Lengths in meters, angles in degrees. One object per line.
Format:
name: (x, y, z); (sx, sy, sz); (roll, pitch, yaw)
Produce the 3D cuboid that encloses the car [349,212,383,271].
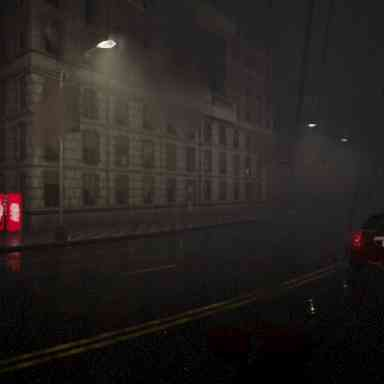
car: (6.513, 1.353, 10.006); (2.097, 1.767, 4.553); (0, 0, 44)
